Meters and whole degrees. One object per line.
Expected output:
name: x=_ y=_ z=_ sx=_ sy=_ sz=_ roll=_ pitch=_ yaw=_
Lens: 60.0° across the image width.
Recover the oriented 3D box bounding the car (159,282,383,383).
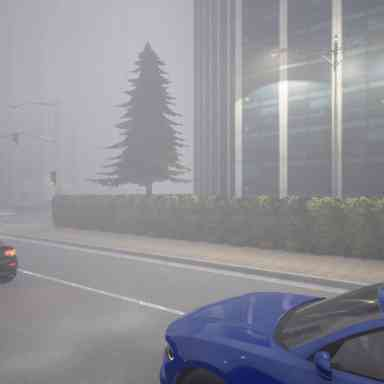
car: x=1.974 y=1.478 z=2.585 sx=5.008 sy=1.535 sz=1.882 roll=0 pitch=0 yaw=36

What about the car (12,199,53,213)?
car: x=-17.175 y=1.547 z=37.424 sx=2.033 sy=1.411 sz=5.357 roll=0 pitch=0 yaw=36

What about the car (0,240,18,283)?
car: x=-6.154 y=1.526 z=8.337 sx=4.674 sy=1.442 sz=1.812 roll=0 pitch=0 yaw=36
